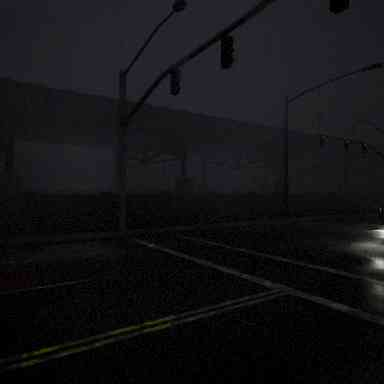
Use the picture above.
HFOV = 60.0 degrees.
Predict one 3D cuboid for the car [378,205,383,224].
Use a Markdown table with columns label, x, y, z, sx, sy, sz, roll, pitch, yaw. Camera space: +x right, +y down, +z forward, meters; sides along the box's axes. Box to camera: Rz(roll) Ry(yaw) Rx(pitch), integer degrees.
| label | x | y | z | sx | sy | sz | roll | pitch | yaw |
| --- | --- | --- | --- | --- | --- | --- | --- | --- | --- |
| car | 11.389 | 1.475 | 16.430 | 5.008 | 1.535 | 1.882 | 0 | 0 | -36 |
